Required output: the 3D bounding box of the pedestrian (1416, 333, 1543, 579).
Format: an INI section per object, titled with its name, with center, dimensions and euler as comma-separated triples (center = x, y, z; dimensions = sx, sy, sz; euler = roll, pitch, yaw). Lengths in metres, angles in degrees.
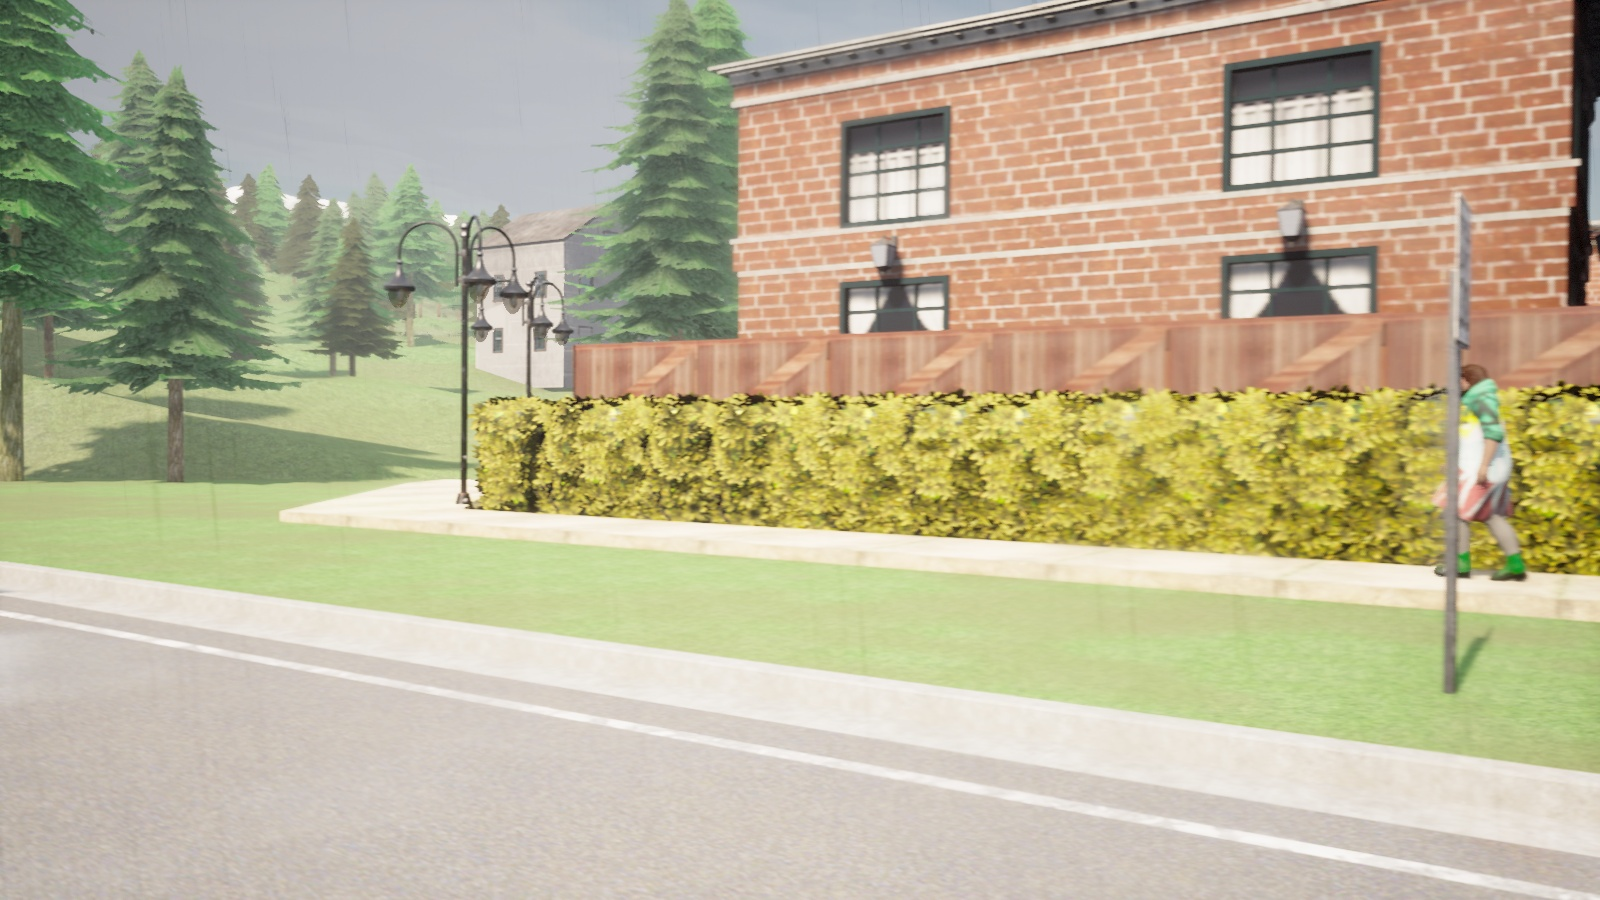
[pedestrian]
center = 5.673, 0.046, 10.485
dimensions = 0.873, 1.952, 0.659
euler = 0, 1, 34
